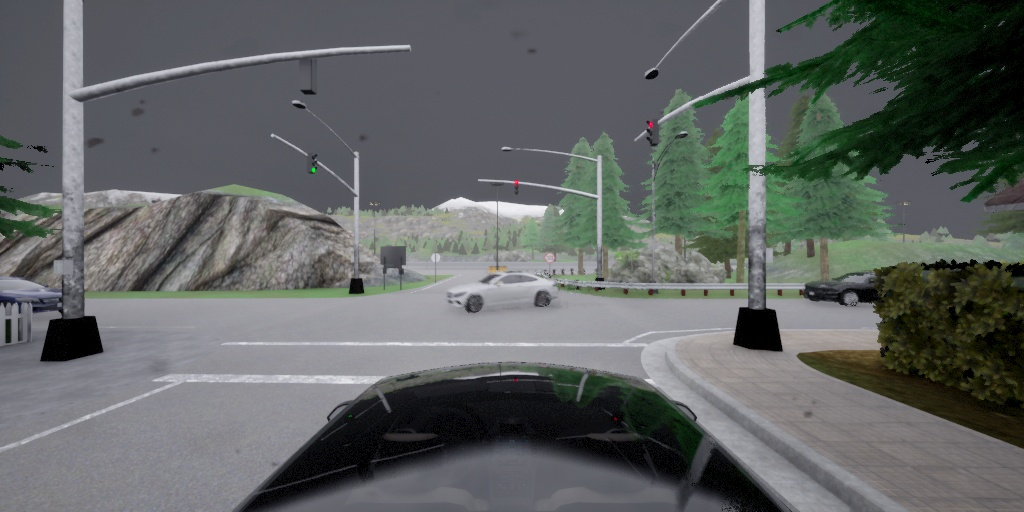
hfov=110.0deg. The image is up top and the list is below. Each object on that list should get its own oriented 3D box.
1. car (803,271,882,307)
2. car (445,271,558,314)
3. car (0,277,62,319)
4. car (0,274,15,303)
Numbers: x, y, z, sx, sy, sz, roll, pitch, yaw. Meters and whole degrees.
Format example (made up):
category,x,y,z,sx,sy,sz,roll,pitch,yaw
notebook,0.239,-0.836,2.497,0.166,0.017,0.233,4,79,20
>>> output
category,x,y,z,sx,sy,sz,roll,pitch,yaw
car,16.075,1.419,16.220,5.008,1.535,1.882,0,0,0
car,-0.348,1.353,14.402,4.674,1.442,1.812,0,-1,-26
car,-18.276,1.467,12.714,4.674,1.442,1.812,0,0,0
car,-26.440,1.542,16.435,4.718,1.301,1.895,0,0,0
